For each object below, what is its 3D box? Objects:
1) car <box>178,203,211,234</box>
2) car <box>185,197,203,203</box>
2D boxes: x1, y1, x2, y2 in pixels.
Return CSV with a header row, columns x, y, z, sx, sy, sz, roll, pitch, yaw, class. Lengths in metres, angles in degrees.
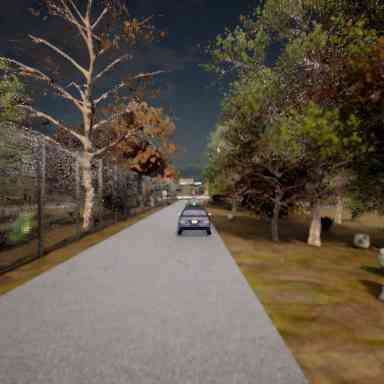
x,y,z,sx,sy,sz,roll,pitch,yaw,class
0.144,1.575,19.537,2.033,1.411,5.357,0,0,0,car
0.242,1.415,40.483,2.097,1.767,4.553,0,0,0,car
